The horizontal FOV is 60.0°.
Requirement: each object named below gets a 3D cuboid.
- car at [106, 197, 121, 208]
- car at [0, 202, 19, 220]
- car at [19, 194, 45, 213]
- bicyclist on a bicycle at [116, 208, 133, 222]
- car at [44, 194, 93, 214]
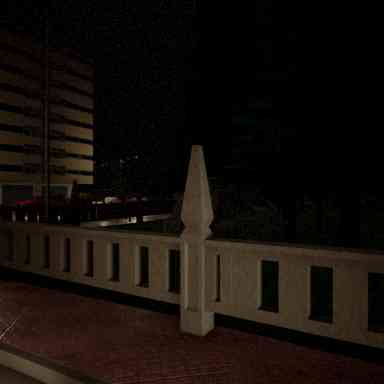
[{"bbox_3d":[-9.694,1.409,45.187,2.097,1.767,4.553,0,0,29],"label":"car"},{"bbox_3d":[-16.529,1.547,25.641,2.128,1.511,4.902,0,0,29],"label":"car"},{"bbox_3d":[-15.532,1.277,34.668,2.150,2.045,5.566,0,0,29],"label":"car"},{"bbox_3d":[-4.880,1.356,24.007,1.656,1.620,0.582,0,0,29],"label":"bicyclist on a bicycle"},{"bbox_3d":[-12.071,1.407,33.699,2.097,1.767,4.553,0,0,29],"label":"car"}]
